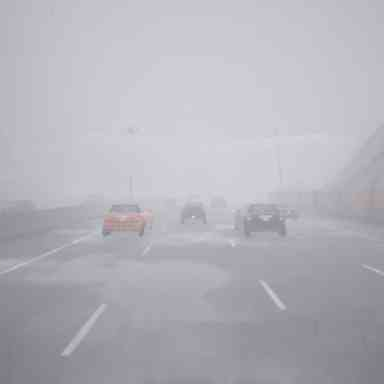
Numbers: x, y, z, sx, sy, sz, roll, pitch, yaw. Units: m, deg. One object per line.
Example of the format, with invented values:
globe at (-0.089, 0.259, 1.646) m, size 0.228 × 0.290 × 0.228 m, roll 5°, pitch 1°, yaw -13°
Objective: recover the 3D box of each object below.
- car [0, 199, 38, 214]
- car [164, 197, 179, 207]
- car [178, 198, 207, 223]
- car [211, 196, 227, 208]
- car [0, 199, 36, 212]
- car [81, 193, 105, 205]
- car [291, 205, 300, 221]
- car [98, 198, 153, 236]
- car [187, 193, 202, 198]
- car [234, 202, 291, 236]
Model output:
car at (-17.558, 1.501, 33.985) m, size 1.837 × 1.490 × 4.892 m, roll 0°, pitch 0°, yaw 0°
car at (-3.134, 1.497, 50.715) m, size 1.837 × 1.490 × 4.892 m, roll -1°, pitch 0°, yaw 4°
car at (0.115, 1.500, 25.825) m, size 1.837 × 1.490 × 4.892 m, roll 0°, pitch 0°, yaw 0°
car at (3.742, 1.344, 47.092) m, size 2.097 × 1.767 × 4.553 m, roll 0°, pitch 0°, yaw 2°
car at (-21.033, 1.598, 40.456) m, size 1.895 × 1.301 × 4.718 m, roll 0°, pitch 0°, yaw 1°
car at (-13.931, 1.216, 47.363) m, size 2.150 × 2.045 × 5.566 m, roll 0°, pitch 0°, yaw 2°
car at (7.129, 1.542, 26.992) m, size 2.033 × 1.411 × 5.357 m, roll 0°, pitch 0°, yaw 0°
car at (-3.390, 1.350, 18.447) m, size 2.097 × 1.767 × 4.553 m, roll 0°, pitch 0°, yaw 0°
car at (0.350, 1.213, 51.575) m, size 2.150 × 2.045 × 5.566 m, roll 0°, pitch 0°, yaw 4°
car at (3.609, 1.348, 18.380) m, size 2.097 × 1.767 × 4.553 m, roll 0°, pitch 0°, yaw 0°
